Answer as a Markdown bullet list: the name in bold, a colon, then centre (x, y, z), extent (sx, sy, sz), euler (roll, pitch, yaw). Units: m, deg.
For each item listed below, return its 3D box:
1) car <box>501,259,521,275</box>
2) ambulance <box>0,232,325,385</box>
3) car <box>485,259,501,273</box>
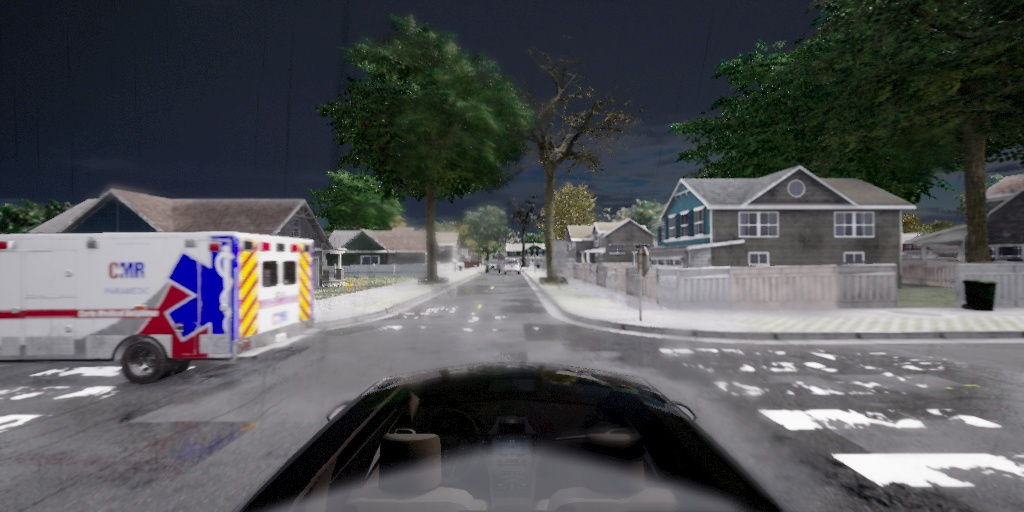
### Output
- **car**: centre (0.017, 1.461, 49.269), extent (2.150, 2.045, 5.566), euler (0, -1, 0)
- **ambulance**: centre (-7.283, 0.866, 6.826), extent (6.366, 2.431, 2.351), euler (-1, -1, 0)
- **car**: centre (-2.732, 1.503, 53.380), extent (2.150, 2.045, 5.566), euler (0, -1, 0)
